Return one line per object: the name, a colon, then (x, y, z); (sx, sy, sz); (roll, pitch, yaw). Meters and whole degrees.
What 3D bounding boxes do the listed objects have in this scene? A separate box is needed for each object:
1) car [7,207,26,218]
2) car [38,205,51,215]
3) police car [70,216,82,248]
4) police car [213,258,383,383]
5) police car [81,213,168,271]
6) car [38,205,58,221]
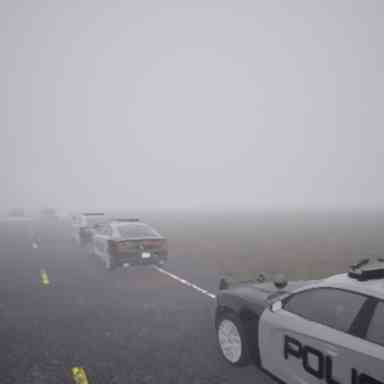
car: (-22.606, 2.620, 42.965); (1.994, 1.385, 4.181); (2, -2, -25)
car: (-23.901, 2.904, 54.028); (1.812, 1.442, 4.674); (2, -2, -24)
police car: (-5.343, 1.927, 17.869); (1.930, 1.638, 5.238); (2, -2, -27)
police car: (2.036, 1.579, 3.737); (1.930, 1.638, 5.238); (2, -2, -28)
police car: (-2.607, 1.796, 12.553); (1.930, 1.638, 5.238); (2, -2, -27)
car: (-16.086, 2.515, 37.340); (2.033, 1.411, 5.357); (2, -2, -25)
